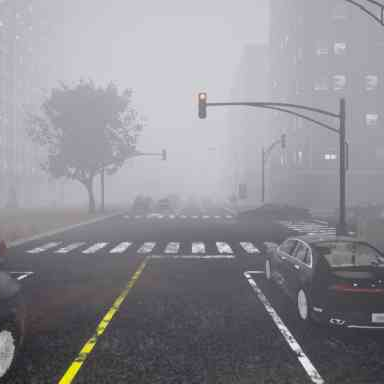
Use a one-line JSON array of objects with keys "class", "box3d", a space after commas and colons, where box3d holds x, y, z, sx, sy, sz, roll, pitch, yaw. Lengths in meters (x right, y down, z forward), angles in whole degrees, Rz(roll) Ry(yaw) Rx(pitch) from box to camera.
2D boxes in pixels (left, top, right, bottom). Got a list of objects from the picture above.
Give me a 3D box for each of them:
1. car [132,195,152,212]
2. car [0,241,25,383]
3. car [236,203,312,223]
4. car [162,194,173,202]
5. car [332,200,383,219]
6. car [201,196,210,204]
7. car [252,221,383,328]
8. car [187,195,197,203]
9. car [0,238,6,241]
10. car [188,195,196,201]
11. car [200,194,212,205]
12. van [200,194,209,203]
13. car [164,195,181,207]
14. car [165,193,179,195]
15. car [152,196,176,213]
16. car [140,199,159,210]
[{"class": "car", "box3d": [-5.700, 1.336, 39.288, 2.192, 1.841, 5.009, 0, 0, 0]}, {"class": "car", "box3d": [-3.109, 1.505, 2.479, 1.837, 1.490, 4.892, 0, 0, 0]}, {"class": "car", "box3d": [6.007, 1.494, 24.567, 5.357, 1.411, 2.033, -2, 0, 13]}, {"class": "car", "box3d": [-5.708, 1.386, 77.948, 2.192, 1.841, 5.009, 0, 0, 0]}, {"class": "car", "box3d": [13.421, 1.350, 26.310, 4.403, 1.369, 2.008, -1, 1, -1]}, {"class": "car", "box3d": [2.676, 1.578, 67.074, 1.752, 1.417, 4.829, 0, 0, 0]}, {"class": "car", "box3d": [2.688, 1.551, 6.902, 2.008, 1.369, 4.403, 0, 0, 0]}, {"class": "car", "box3d": [-0.015, 1.656, 69.056, 1.895, 1.301, 4.718, 0, 0, 0]}, {"class": "car", "box3d": [-5.692, 1.545, 6.900, 1.887, 1.381, 4.507, 0, 0, 0]}, {"class": "car", "box3d": [-0.015, 1.447, 79.033, 1.812, 1.442, 4.674, 0, 0, 0]}, {"class": "car", "box3d": [2.677, 1.611, 61.381, 1.947, 1.339, 4.313, 0, 0, 0]}, {"class": "van", "box3d": [2.674, 1.402, 72.428, 1.690, 1.788, 3.998, 0, 0, 0]}, {"class": "car", "box3d": [-3.104, 1.521, 48.140, 2.128, 1.511, 4.902, 0, 0, 0]}, {"class": "car", "box3d": [-3.097, 1.263, 58.718, 2.150, 2.045, 5.566, 0, 0, -1]}, {"class": "car", "box3d": [-3.106, 1.525, 37.933, 1.837, 1.490, 4.892, 0, 0, 0]}, {"class": "car", "box3d": [-5.701, 1.592, 44.811, 1.947, 1.339, 4.313, 0, 0, 0]}]
